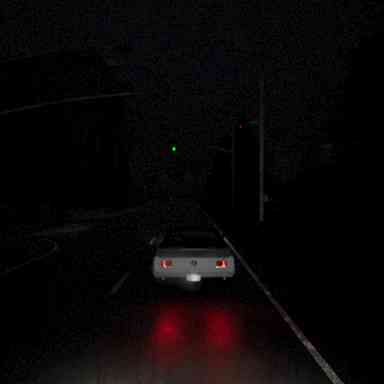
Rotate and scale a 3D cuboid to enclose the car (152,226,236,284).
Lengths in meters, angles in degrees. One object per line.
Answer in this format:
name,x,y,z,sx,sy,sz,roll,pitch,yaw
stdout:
car,0.029,1.635,9.641,1.895,1.301,4.718,0,0,0
